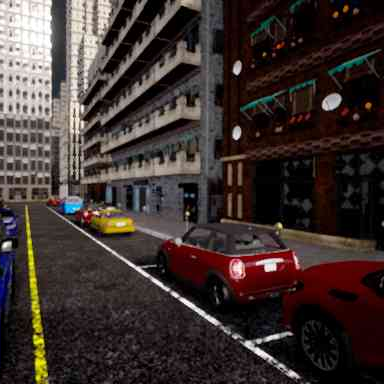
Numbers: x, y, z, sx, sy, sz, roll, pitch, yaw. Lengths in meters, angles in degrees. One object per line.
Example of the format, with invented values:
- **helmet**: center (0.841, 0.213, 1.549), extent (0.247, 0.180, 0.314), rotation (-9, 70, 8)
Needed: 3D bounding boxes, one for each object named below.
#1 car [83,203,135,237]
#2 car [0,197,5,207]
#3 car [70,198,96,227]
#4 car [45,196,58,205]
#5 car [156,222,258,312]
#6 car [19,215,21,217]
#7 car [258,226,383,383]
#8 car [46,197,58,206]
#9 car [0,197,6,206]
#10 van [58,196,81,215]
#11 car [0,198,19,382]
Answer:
- **car**: center (-4.458, 1.514, 18.038), extent (1.752, 1.417, 4.829), rotation (-1, 0, -27)
- **car**: center (-28.855, 1.525, 49.039), extent (1.947, 1.339, 4.313), rotation (-1, 0, -27)
- **car**: center (-6.874, 1.425, 22.844), extent (1.967, 1.590, 4.097), rotation (-1, 0, -27)
- **car**: center (-24.390, 1.480, 57.704), extent (1.752, 1.417, 4.829), rotation (-1, 0, -27)
- **car**: center (0.600, 1.436, 7.969), extent (1.967, 1.590, 4.097), rotation (-1, 0, -27)
- **car**: center (-9.605, 1.514, 16.466), extent (1.812, 1.442, 4.674), rotation (0, 0, -27)
- **car**: center (3.091, 1.314, 3.010), extent (2.192, 1.841, 5.009), rotation (-1, 0, -27)
- **car**: center (-21.822, 1.504, 52.594), extent (1.887, 1.381, 4.507), rotation (-1, 0, -27)
- **car**: center (-31.346, 1.500, 53.997), extent (1.887, 1.381, 4.507), rotation (-1, 0, -27)
- **van**: center (-11.858, 1.318, 32.760), extent (1.690, 1.788, 3.998), rotation (-1, 0, -27)
- **car**: center (-3.989, 1.218, 5.076), extent (2.150, 2.045, 5.566), rotation (0, 0, -26)
